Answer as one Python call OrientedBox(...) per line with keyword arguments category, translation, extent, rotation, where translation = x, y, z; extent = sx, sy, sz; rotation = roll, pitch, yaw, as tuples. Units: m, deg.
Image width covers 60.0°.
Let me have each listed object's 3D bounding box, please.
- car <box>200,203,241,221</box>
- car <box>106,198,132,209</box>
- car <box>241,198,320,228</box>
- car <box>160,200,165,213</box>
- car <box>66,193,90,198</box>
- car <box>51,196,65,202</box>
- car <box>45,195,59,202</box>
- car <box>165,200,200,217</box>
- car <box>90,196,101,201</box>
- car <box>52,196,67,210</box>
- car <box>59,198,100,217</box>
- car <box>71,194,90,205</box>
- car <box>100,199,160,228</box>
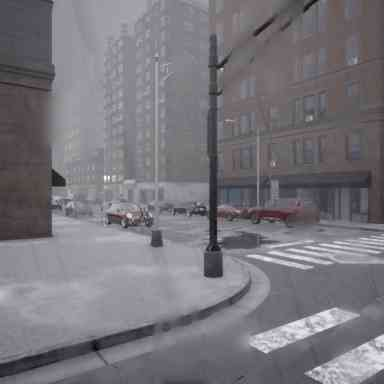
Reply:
OrientedBox(category="car", translation=(2.825, 1.571, 26.672), extent=(1.802, 1.307, 4.206), rotation=(0, 0, -35))
OrientedBox(category="car", translation=(-9.894, 1.532, 44.738), extent=(1.947, 1.339, 4.313), rotation=(0, 0, -35))
OrientedBox(category="car", translation=(6.005, 1.309, 22.155), extent=(2.192, 1.841, 5.009), rotation=(0, 0, -35))
OrientedBox(category="car", translation=(-3.535, 1.529, 35.706), extent=(2.008, 1.369, 4.403), rotation=(0, 0, -35))
OrientedBox(category="car", translation=(-18.214, 1.176, 51.761), extent=(2.150, 2.045, 5.566), rotation=(0, 0, -35))
OrientedBox(category="car", translation=(-28.973, 1.478, 71.838), extent=(2.008, 1.369, 4.403), rotation=(0, 0, -35))
OrientedBox(category="car", translation=(-32.153, 1.472, 76.354), extent=(2.008, 1.369, 4.403), rotation=(0, 0, -35))
OrientedBox(category="car", translation=(-0.355, 1.550, 31.188), extent=(1.947, 1.339, 4.313), rotation=(0, 0, -35))
OrientedBox(category="car", translation=(-16.004, 1.458, 53.915), extent=(1.837, 1.490, 4.892), rotation=(0, 0, -35))
OrientedBox(category="car", translation=(-16.855, 1.512, 39.814), extent=(1.887, 1.381, 4.507), rotation=(0, 0, -35))
OrientedBox(category="car", translation=(-10.493, 1.530, 30.779), extent=(2.008, 1.369, 4.403), rotation=(0, 0, -35))
OrientedBox(category="car", translation=(-20.044, 1.298, 59.596), extent=(2.097, 1.767, 4.553), rotation=(0, 0, -35))
OrientedBox(category="car", translation=(-4.132, 1.430, 21.742), extent=(1.967, 1.590, 4.097), rotation=(0, 0, -35))
